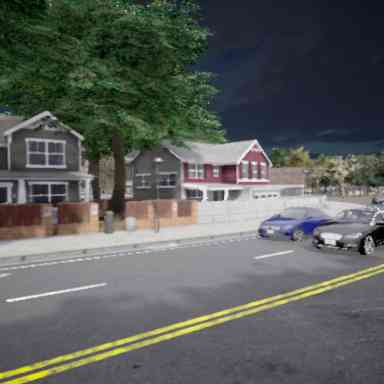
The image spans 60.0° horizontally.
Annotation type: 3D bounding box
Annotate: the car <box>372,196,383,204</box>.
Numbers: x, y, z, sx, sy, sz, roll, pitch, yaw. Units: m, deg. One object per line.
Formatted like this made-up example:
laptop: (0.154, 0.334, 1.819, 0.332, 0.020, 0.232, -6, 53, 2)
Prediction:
car: (28.505, 1.255, 50.345, 2.033, 1.411, 5.357, -1, 0, 20)

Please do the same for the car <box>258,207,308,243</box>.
car: (5.151, 1.457, 15.980, 4.674, 1.442, 1.812, 0, 0, -41)

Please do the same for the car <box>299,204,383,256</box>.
car: (6.555, 1.422, 12.922, 4.902, 1.511, 2.128, 0, 0, -41)
